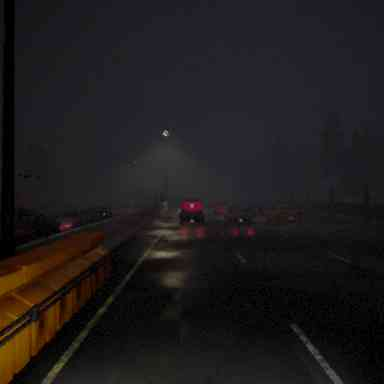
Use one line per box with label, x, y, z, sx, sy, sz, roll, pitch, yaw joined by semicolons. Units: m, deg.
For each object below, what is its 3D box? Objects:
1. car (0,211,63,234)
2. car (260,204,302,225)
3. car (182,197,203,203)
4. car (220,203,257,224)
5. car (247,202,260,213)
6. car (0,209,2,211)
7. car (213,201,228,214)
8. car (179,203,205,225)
car;-7.071;1.643;14.114;1.812;1.442;4.674;0;-1;0
car;7.005;1.693;25.938;1.882;1.535;5.008;0;0;0
car;0.016;1.536;37.598;2.150;2.045;5.566;0;0;0
car;3.603;1.822;26.690;1.895;1.301;4.718;0;0;0
car;7.028;1.846;38.717;1.812;1.442;4.674;0;0;1
car;-10.498;1.687;18.992;1.837;1.490;4.892;0;-1;0
car;3.533;1.803;39.341;1.882;1.535;5.008;0;0;1
car;0.003;1.818;26.117;1.895;1.301;4.718;0;0;0
